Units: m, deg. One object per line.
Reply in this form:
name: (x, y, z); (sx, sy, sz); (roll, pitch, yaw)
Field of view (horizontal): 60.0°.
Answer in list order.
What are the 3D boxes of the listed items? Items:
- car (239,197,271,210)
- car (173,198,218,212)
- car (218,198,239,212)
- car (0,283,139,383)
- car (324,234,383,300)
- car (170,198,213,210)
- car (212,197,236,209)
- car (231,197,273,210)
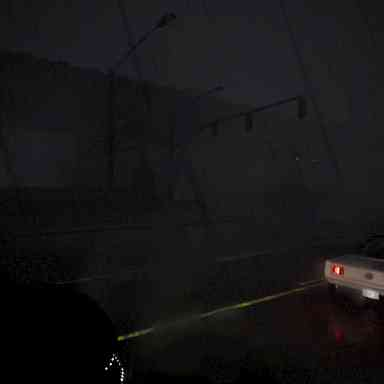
car: (7.637, 1.295, 42.824); (4.536, 1.218, 1.853); (0, 0, -7)
car: (0.037, 1.452, 36.382); (4.974, 1.542, 2.038); (0, 0, 8)
car: (3.780, 1.452, 39.069); (2.038, 1.542, 4.974); (0, 0, 18)
car: (-3.019, 1.222, 1.596); (5.566, 2.045, 2.150); (0, 0, -35)
car: (5.125, 1.601, 7.437); (4.718, 1.301, 1.895); (0, 0, -35)
car: (-0.014, 1.295, 36.389); (4.536, 1.218, 1.853); (0, 0, 8)
car: (3.796, 1.295, 39.118); (1.853, 1.218, 4.536); (0, 0, 18)
car: (7.688, 1.452, 42.831); (4.974, 1.542, 2.038); (0, 0, -7)
